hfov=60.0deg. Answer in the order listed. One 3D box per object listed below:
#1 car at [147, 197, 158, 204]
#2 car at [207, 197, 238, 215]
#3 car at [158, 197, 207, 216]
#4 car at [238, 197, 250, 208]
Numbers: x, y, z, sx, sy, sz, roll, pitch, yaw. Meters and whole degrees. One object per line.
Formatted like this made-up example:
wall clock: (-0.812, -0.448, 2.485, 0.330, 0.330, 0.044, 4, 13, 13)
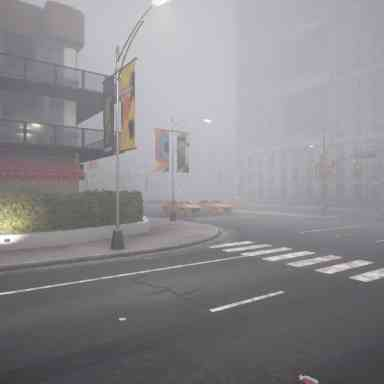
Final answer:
car: (-6.163, 1.601, 59.267, 4.718, 1.301, 1.895, 0, 0, 42)
car: (2.066, 1.478, 34.285, 1.882, 1.535, 5.008, 0, 0, -35)
car: (-1.062, 1.478, 32.648, 1.882, 1.535, 5.008, 0, 0, -35)
car: (6.258, 1.478, 48.604, 1.882, 1.535, 5.008, 0, 0, -35)
